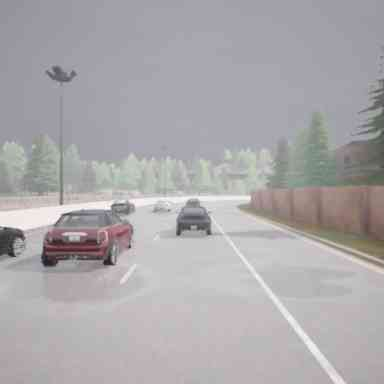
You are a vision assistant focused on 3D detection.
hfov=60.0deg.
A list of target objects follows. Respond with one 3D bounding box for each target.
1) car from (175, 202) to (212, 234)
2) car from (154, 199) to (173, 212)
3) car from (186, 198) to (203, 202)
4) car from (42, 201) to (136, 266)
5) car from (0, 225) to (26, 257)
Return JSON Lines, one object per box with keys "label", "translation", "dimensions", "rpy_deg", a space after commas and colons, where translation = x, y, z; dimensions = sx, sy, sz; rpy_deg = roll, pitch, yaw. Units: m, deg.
{"label": "car", "translation": [0.093, 1.535, 19.304], "dimensions": [1.837, 1.490, 4.892], "rpy_deg": [0, 0, 0]}
{"label": "car", "translation": [-3.342, 1.587, 39.345], "dimensions": [1.812, 1.442, 4.674], "rpy_deg": [0, 0, 1]}
{"label": "car", "translation": [0.267, 1.571, 42.987], "dimensions": [1.837, 1.490, 4.892], "rpy_deg": [-1, 0, 3]}
{"label": "car", "translation": [-3.405, 1.370, 11.764], "dimensions": [2.097, 1.767, 4.553], "rpy_deg": [0, 0, 0]}
{"label": "car", "translation": [-6.905, 1.508, 10.052], "dimensions": [2.128, 1.511, 4.902], "rpy_deg": [0, 0, 0]}
